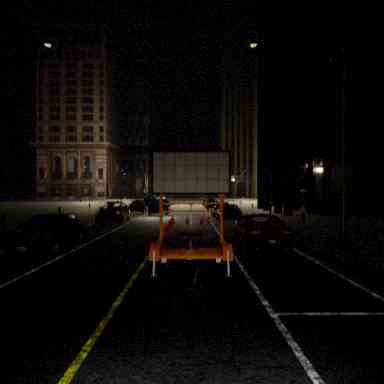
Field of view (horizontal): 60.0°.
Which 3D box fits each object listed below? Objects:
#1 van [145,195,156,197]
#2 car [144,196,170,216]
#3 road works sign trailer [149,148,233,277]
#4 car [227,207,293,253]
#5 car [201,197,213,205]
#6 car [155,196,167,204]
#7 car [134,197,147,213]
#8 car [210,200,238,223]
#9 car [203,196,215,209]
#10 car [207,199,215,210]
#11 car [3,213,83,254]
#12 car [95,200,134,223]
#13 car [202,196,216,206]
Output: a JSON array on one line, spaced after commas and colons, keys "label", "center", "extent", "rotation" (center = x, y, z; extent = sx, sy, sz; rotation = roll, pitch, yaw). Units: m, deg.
[{"label": "van", "center": [-5.885, 1.320, 47.346], "extent": [1.690, 1.788, 3.998], "rotation": [0, 0, 0]}, {"label": "car", "center": [-3.181, 1.468, 32.811], "extent": [1.882, 1.535, 5.008], "rotation": [0, 0, 0]}, {"label": "road works sign trailer", "center": [-0.026, 0.463, 10.253], "extent": [2.380, 3.560, 2.880], "rotation": [0, 0, 0]}, {"label": "car", "center": [2.726, 1.543, 13.525], "extent": [1.887, 1.381, 4.507], "rotation": [0, 0, 0]}, {"label": "car", "center": [2.612, 1.518, 58.651], "extent": [2.008, 1.369, 4.403], "rotation": [0, 0, 0]}, {"label": "car", "center": [-5.928, 1.512, 64.269], "extent": [2.008, 1.369, 4.403], "rotation": [0, 0, 0]}, {"label": "car", "center": [-5.856, 1.554, 36.064], "extent": [1.947, 1.339, 4.313], "rotation": [0, 0, 0]}, {"label": "car", "center": [2.698, 1.545, 24.806], "extent": [2.008, 1.369, 4.403], "rotation": [0, 0, 0]}, {"label": "car", "center": [2.654, 1.509, 41.898], "extent": [1.752, 1.417, 4.829], "rotation": [0, 0, 0]}, {"label": "car", "center": [2.683, 1.558, 30.446], "extent": [1.947, 1.339, 4.313], "rotation": [0, 0, 0]}, {"label": "car", "center": [-5.799, 1.564, 13.500], "extent": [1.947, 1.339, 4.313], "rotation": [0, 0, 0]}, {"label": "car", "center": [-5.828, 1.435, 24.782], "extent": [1.967, 1.590, 4.097], "rotation": [0, 0, 0]}, {"label": "car", "center": [2.626, 1.413, 53.010], "extent": [1.967, 1.590, 4.097], "rotation": [0, 0, 0]}]
